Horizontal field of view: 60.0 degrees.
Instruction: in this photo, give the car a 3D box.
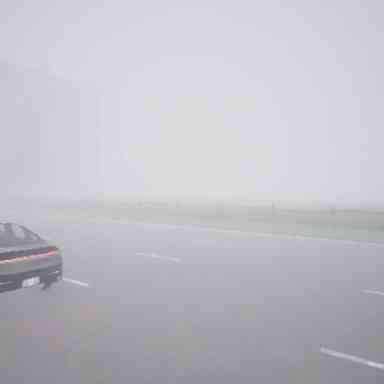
[{"bbox_3d":[-4.909,1.402,7.495,4.902,1.511,2.128,1,1,36],"label":"car"}]
